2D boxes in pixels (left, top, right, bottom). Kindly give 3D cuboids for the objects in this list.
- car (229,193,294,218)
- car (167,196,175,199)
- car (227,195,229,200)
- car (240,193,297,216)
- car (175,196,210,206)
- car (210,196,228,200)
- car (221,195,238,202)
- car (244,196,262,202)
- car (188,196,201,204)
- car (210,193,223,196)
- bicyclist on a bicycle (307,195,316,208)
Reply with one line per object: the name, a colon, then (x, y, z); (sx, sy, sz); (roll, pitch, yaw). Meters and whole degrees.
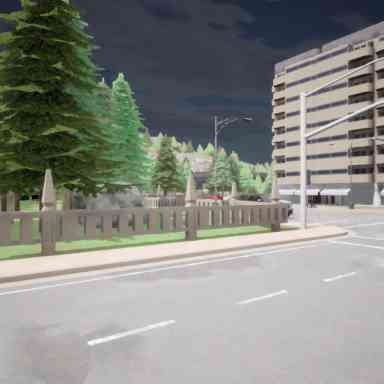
car: (6.022, 1.166, 28.626); (2.150, 2.045, 5.566); (0, 0, -33)
car: (-3.405, 1.422, 53.988); (1.882, 1.535, 5.008); (0, 0, -2)
car: (9.173, 1.492, 67.886); (2.033, 1.411, 5.357); (0, 0, 20)
car: (7.409, 1.166, 32.889); (2.150, 2.045, 5.566); (0, 0, -32)
car: (-0.076, 1.422, 39.529); (1.882, 1.535, 5.008); (0, 0, -21)
car: (2.455, 1.545, 42.413); (1.895, 1.301, 4.718); (0, 0, -19)
car: (8.518, 1.469, 75.156); (1.812, 1.442, 4.674); (0, 0, 32)
car: (14.233, 1.540, 77.266); (1.895, 1.301, 4.718); (0, 0, 40)
car: (0.513, 1.451, 63.092); (1.837, 1.490, 4.892); (0, -1, 10)
car: (4.736, 1.166, 65.202); (2.150, 2.045, 5.566); (0, 0, 14)
bicyclist on a bicycle: (15.252, 1.245, 42.431); (1.656, 1.620, 0.582); (0, 0, -29)
